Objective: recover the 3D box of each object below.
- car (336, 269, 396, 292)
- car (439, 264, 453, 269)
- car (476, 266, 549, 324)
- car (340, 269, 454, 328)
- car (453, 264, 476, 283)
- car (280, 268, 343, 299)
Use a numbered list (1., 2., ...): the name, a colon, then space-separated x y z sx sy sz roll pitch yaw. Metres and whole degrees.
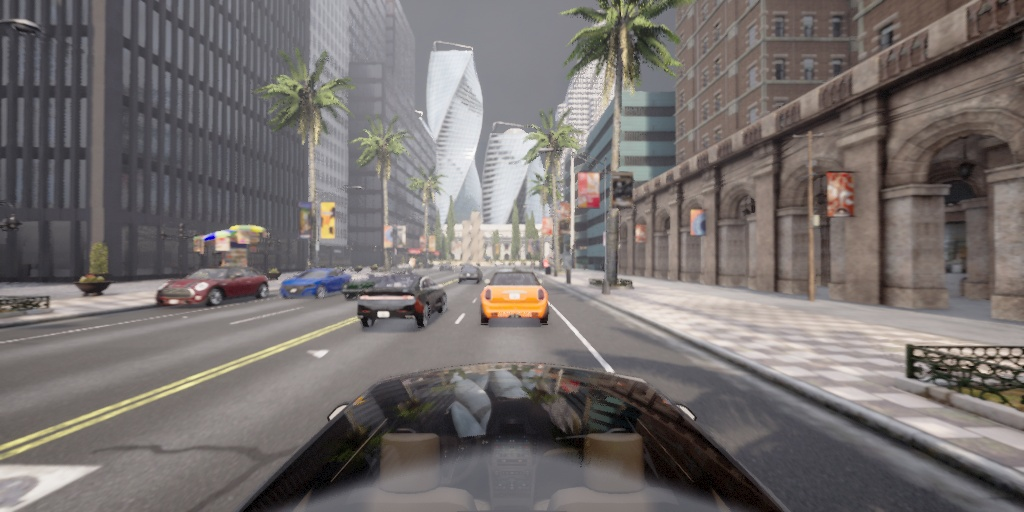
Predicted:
1. car: -7.186 1.552 19.097 1.895 1.301 4.718 0 -1 -1
2. car: -11.180 2.003 61.210 1.994 1.385 4.181 0 -1 0
3. car: 0.065 1.230 12.702 2.097 1.767 4.553 0 -1 0
4. car: -3.428 1.360 11.934 2.128 1.511 4.902 0 -1 0
5. car: -3.658 1.652 32.256 2.033 1.411 5.357 0 -1 -1
6. car: -10.698 1.439 19.989 1.882 1.535 5.008 0 -1 -1
